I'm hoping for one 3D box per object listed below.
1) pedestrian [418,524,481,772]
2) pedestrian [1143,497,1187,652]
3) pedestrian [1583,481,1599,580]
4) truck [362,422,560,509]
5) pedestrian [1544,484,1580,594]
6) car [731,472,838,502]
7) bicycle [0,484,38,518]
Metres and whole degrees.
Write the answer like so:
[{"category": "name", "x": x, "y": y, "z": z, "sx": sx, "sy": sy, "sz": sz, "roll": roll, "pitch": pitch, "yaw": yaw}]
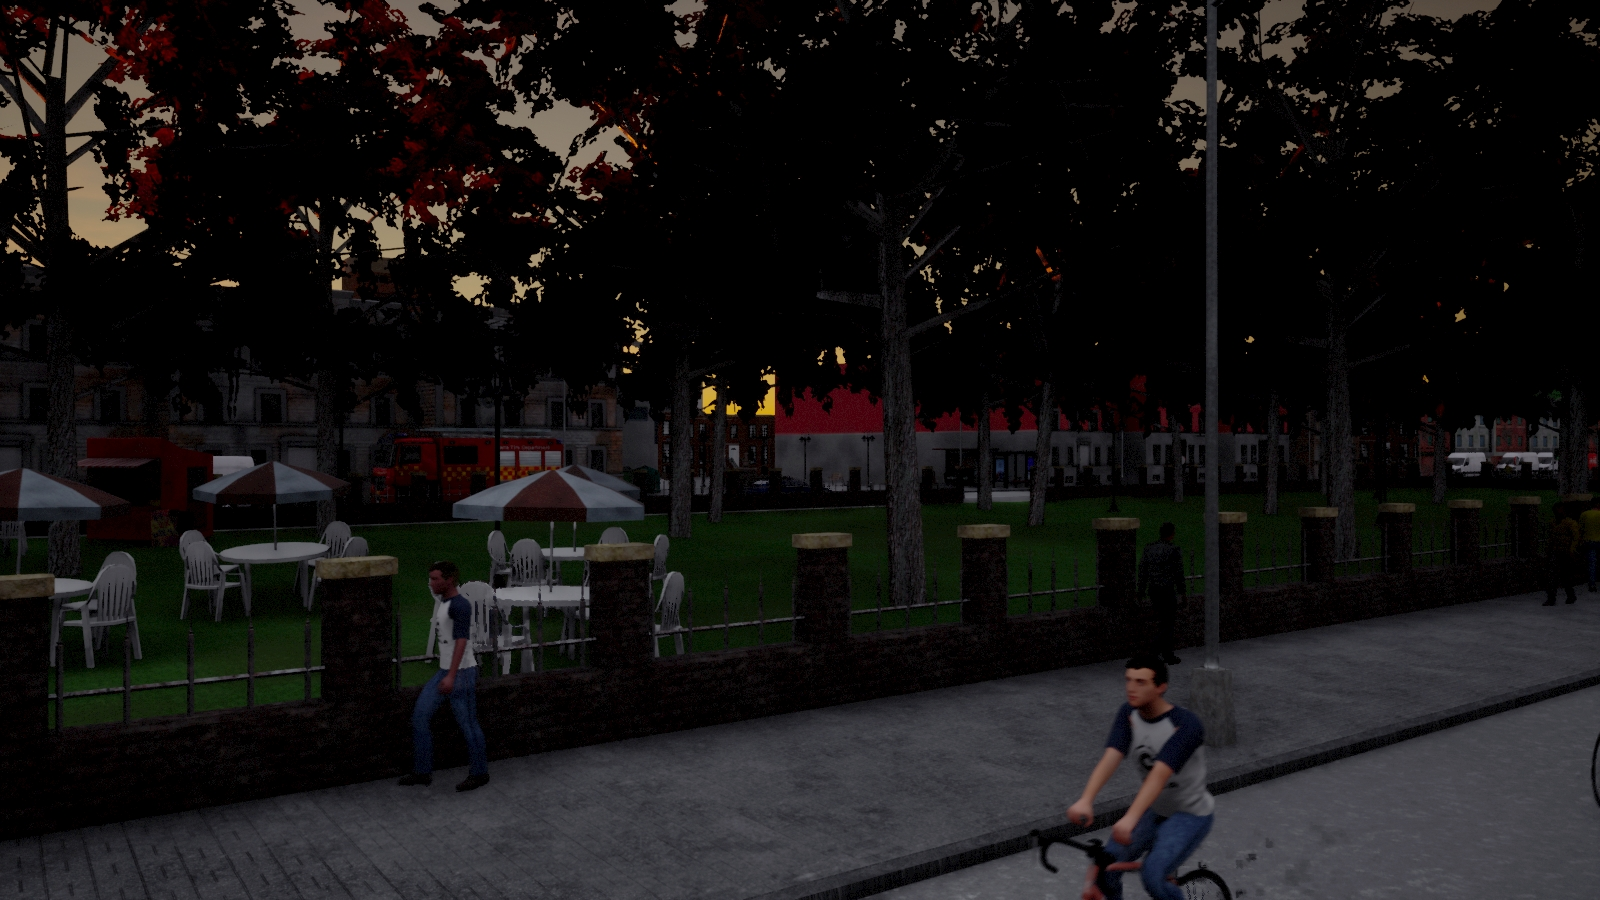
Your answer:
[{"category": "pedestrian", "x": -2.751, "y": 1.525, "z": 8.963, "sx": 0.375, "sy": 1.860, "sz": 0.375, "roll": 0, "pitch": 0, "yaw": -34}, {"category": "pedestrian", "x": 4.526, "y": 1.525, "z": 14.165, "sx": 0.375, "sy": 1.860, "sz": 0.375, "roll": 0, "pitch": 0, "yaw": -35}, {"category": "pedestrian", "x": 15.186, "y": 1.526, "z": 21.746, "sx": 0.375, "sy": 1.860, "sz": 0.375, "roll": 0, "pitch": 0, "yaw": -36}, {"category": "truck", "x": -15.884, "y": 0.671, "z": 53.854, "sx": 8.468, "sy": 3.827, "sz": 2.891, "roll": 0, "pitch": 0, "yaw": -35}, {"category": "pedestrian", "x": 13.135, "y": 1.525, "z": 19.697, "sx": 0.375, "sy": 1.860, "sz": 0.375, "roll": 0, "pitch": 0, "yaw": -26}, {"category": "car", "x": -0.770, "y": 1.886, "z": 59.409, "sx": 5.357, "sy": 1.411, "sz": 2.033, "roll": 0, "pitch": 0, "yaw": -35}, {"category": "bicycle", "x": -30.089, "y": 1.940, "z": 43.427, "sx": 1.835, "sy": 1.271, "sz": 0.329, "roll": 0, "pitch": 0, "yaw": -36}]
